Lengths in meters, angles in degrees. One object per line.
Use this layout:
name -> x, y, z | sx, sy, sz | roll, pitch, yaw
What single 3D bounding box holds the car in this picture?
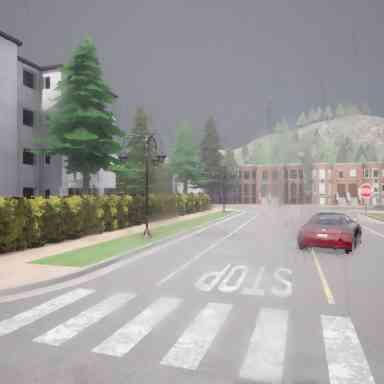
car -> 5.802, 1.560, 13.826 | 1.994, 1.385, 4.181 | 0, 0, 31
